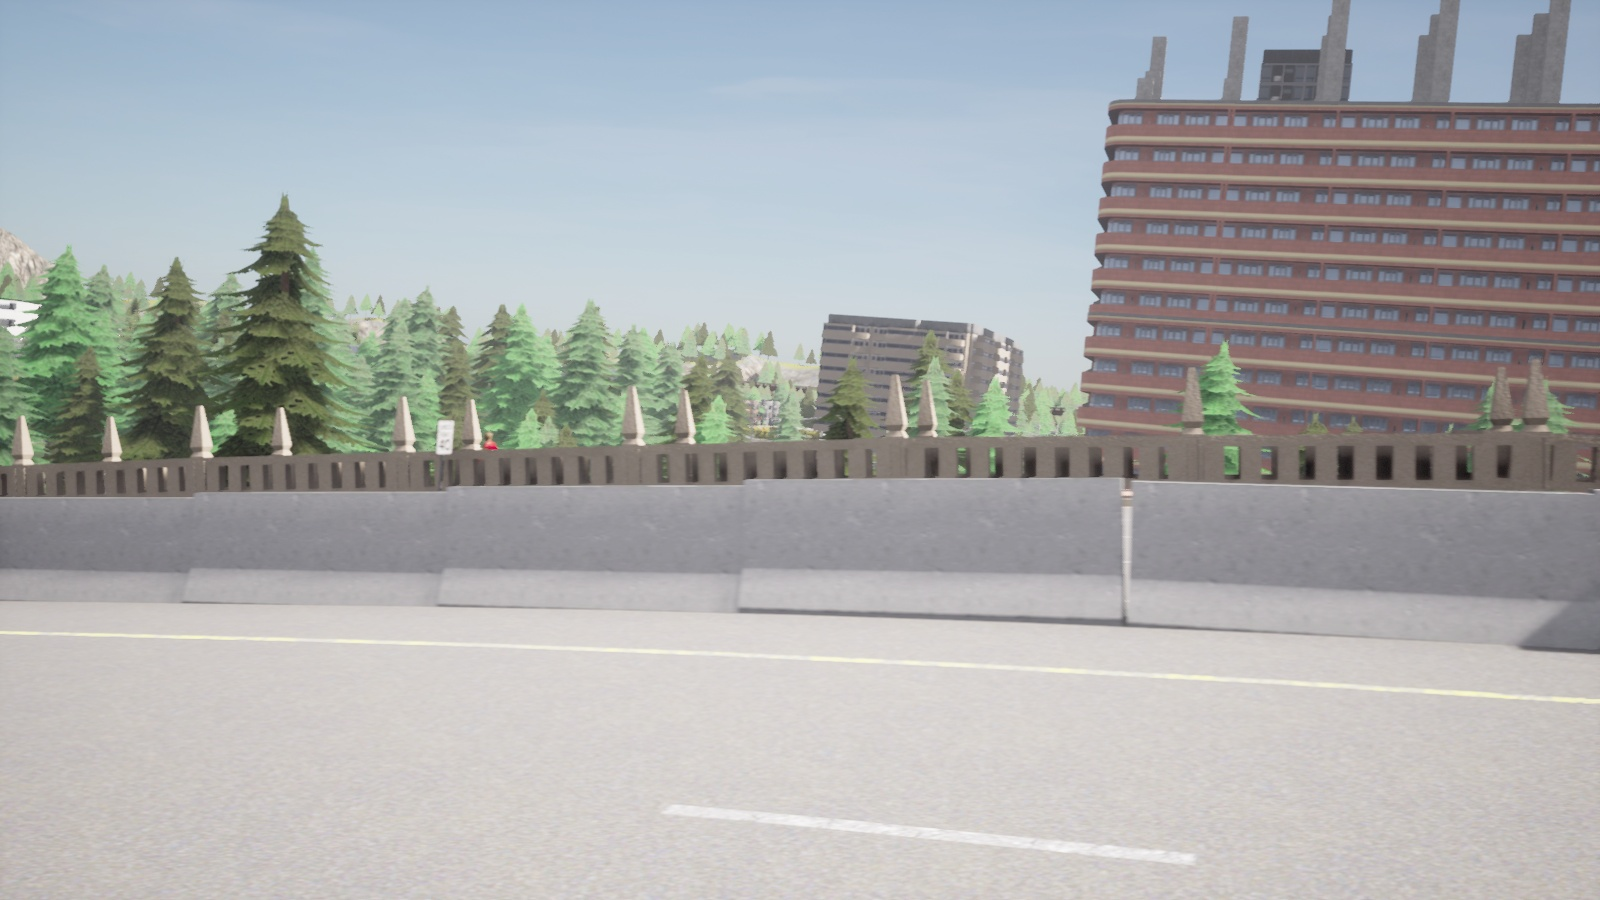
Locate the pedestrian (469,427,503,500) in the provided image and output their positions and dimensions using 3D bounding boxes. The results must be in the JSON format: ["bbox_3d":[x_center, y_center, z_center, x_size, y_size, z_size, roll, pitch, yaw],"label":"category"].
[{"bbox_3d":[-8.138,0.344,32.575,0.636,1.846,0.331,6,3,19],"label":"pedestrian"}]
